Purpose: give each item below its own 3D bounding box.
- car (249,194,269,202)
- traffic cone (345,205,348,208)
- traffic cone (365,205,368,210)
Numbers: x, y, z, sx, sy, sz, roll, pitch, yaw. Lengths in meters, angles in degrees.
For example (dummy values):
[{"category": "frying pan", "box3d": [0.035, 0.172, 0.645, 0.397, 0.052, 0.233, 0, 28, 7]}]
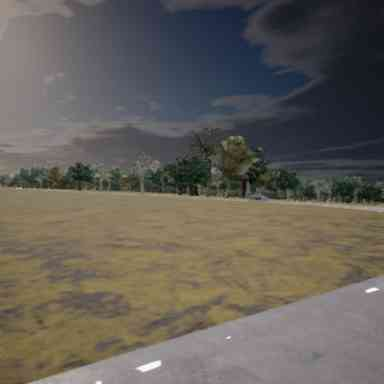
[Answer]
[{"category": "car", "box3d": [14.141, 1.237, 70.323, 2.128, 1.511, 4.902, 1, 0, -36]}, {"category": "traffic cone", "box3d": [22.386, 1.967, 48.058, 0.340, 0.580, 0.340, 1, 0, -7]}, {"category": "traffic cone", "box3d": [22.722, 1.991, 43.345, 0.340, 0.580, 0.340, 1, 0, -1]}]
